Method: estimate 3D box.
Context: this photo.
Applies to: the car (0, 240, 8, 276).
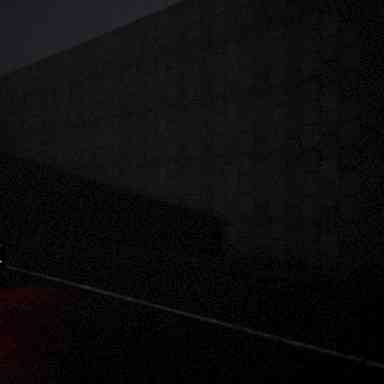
[{"bbox_3d":[-6.701,1.482,8.707,4.902,1.511,2.128,0,0,36],"label":"car"}]
